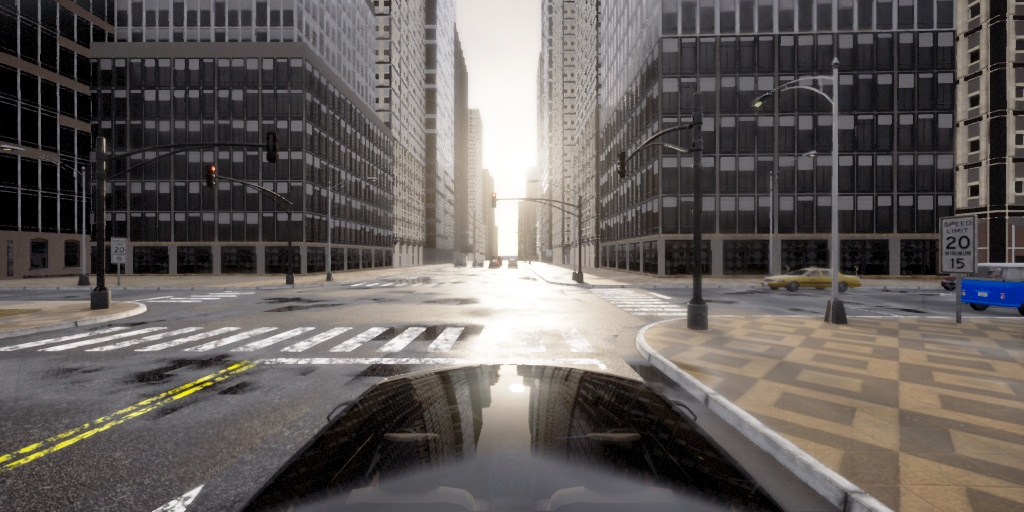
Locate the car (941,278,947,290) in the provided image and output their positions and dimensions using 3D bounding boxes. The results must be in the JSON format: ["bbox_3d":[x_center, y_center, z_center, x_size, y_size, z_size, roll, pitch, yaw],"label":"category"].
[{"bbox_3d":[26.964,1.356,20.190,4.207,1.307,1.802,0,0,2],"label":"car"}]

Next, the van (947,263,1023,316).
[{"bbox_3d":[18.382,1.119,12.524,3.998,1.789,1.690,0,0,2],"label":"van"}]

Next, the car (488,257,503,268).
[{"bbox_3d":[-3.105,1.385,63.331,1.812,1.442,4.674,0,0,0],"label":"car"}]

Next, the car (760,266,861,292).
[{"bbox_3d":[17.131,1.293,20.699,4.829,1.417,1.751,0,0,2],"label":"car"}]

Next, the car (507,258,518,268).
[{"bbox_3d":[0.146,1.407,63.323,2.033,1.411,5.357,0,0,0],"label":"car"}]
